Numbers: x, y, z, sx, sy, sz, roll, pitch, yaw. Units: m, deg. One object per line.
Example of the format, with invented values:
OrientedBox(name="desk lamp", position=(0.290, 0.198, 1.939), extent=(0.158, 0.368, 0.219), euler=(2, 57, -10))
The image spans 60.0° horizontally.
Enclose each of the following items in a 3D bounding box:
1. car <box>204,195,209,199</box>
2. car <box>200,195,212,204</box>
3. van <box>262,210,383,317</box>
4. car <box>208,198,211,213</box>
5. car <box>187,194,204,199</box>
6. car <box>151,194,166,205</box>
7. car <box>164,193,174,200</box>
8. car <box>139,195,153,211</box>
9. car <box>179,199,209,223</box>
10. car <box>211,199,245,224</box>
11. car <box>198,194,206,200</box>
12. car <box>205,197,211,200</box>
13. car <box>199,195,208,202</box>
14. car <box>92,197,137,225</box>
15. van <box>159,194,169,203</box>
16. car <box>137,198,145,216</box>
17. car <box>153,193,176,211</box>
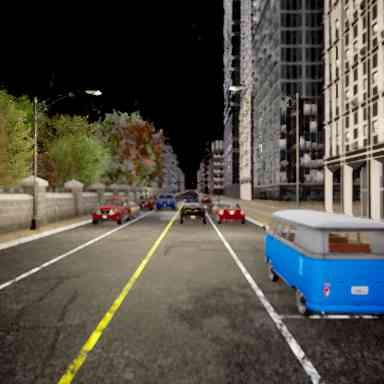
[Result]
OrientedBox(name="car", position=(2.632, 1.514, 57.575), extent=(1.802, 1.307, 4.206), euler=(1, 0, 0))
OrientedBox(name="car", position=(2.628, 1.360, 63.192), extent=(1.967, 1.590, 4.097), euler=(1, 0, 0))
OrientedBox(name="van", position=(2.690, 1.338, 7.183), extent=(1.690, 1.788, 3.998), euler=(1, 0, 0))
OrientedBox(name="car", position=(2.663, 1.504, 30.078), extent=(1.752, 1.417, 4.829), euler=(1, 0, 0))
OrientedBox(name="car", position=(0.054, 1.314, 41.241), extent=(2.097, 1.767, 4.553), euler=(0, 0, 0))
OrientedBox(name="car", position=(-5.745, 1.248, 57.624), extent=(2.192, 1.841, 5.009), euler=(1, 0, 0))
OrientedBox(name="car", position=(-5.776, 1.179, 85.694), extent=(2.192, 1.841, 5.009), euler=(1, 0, 0))
OrientedBox(name="car", position=(-5.727, 1.278, 41.306), extent=(2.192, 1.841, 5.009), euler=(1, 0, 0))
OrientedBox(name="car", position=(0.071, 1.488, 25.205), extent=(1.837, 1.490, 4.892), euler=(0, 0, 0))
OrientedBox(name="car", position=(2.670, 1.425, 24.227), extent=(1.967, 1.590, 4.097), euler=(1, 0, 0))
OrientedBox(name="car", position=(2.603, 1.304, 85.663), extent=(1.967, 1.590, 4.097), euler=(1, 0, 0))
OrientedBox(name="car", position=(2.656, 1.537, 35.588), extent=(1.947, 1.339, 4.313), euler=(1, 0, 0))
OrientedBox(name="car", position=(2.614, 1.418, 74.598), extent=(1.752, 1.417, 4.829), euler=(1, 0, 0))
OrientedBox(name="car", position=(-5.709, 1.300, 24.259), extent=(2.192, 1.841, 5.009), euler=(1, 0, 0))
OrientedBox(name="van", position=(-5.758, 1.248, 68.852), extent=(1.690, 1.788, 3.998), euler=(1, 0, 0))
OrientedBox(name="car", position=(-5.717, 1.504, 29.771), extent=(1.752, 1.417, 4.829), euler=(1, 0, 0))
OrientedBox(name="car", position=(-3.142, 1.185, 41.178), extent=(2.150, 2.045, 5.566), euler=(0, 0, 0))
